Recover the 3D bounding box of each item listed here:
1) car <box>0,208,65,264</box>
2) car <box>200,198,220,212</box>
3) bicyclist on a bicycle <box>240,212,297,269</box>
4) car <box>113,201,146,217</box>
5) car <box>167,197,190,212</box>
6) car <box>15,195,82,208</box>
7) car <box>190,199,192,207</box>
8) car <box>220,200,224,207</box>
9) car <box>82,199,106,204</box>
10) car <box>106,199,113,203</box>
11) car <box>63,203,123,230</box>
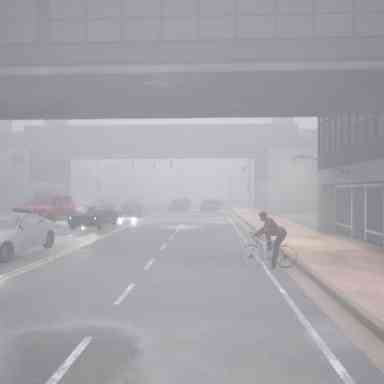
[{"bbox_3d":[-6.587,1.515,12.005,1.812,1.442,4.674,0,0,3],"label":"car"},{"bbox_3d":[1.973,1.533,38.690,1.994,1.385,4.181,0,0,4],"label":"car"},{"bbox_3d":[2.196,1.396,9.571,1.656,1.620,0.582,0,0,3],"label":"bicyclist on a bicycle"},{"bbox_3d":[-5.570,1.538,31.119,1.994,1.385,4.181,0,0,3],"label":"car"},{"bbox_3d":[-1.569,1.495,37.904,1.812,1.442,4.674,0,0,3],"label":"car"},{"bbox_3d":[-9.572,1.204,21.907,2.150,2.045,5.566,0,0,3],"label":"car"},{"bbox_3d":[-1.073,1.465,49.184,1.837,1.490,4.892,0,0,2],"label":"car"},{"bbox_3d":[3.197,1.509,48.416,2.033,1.411,5.357,0,0,19],"label":"car"},{"bbox_3d":[-9.156,1.502,28.182,1.812,1.442,4.674,0,0,3],"label":"car"},{"bbox_3d":[-8.947,1.463,33.265,2.128,1.511,4.902,0,0,3],"label":"car"},{"bbox_3d":[-6.114,1.583,21.112,1.895,1.301,4.718,0,0,3],"label":"car"}]
